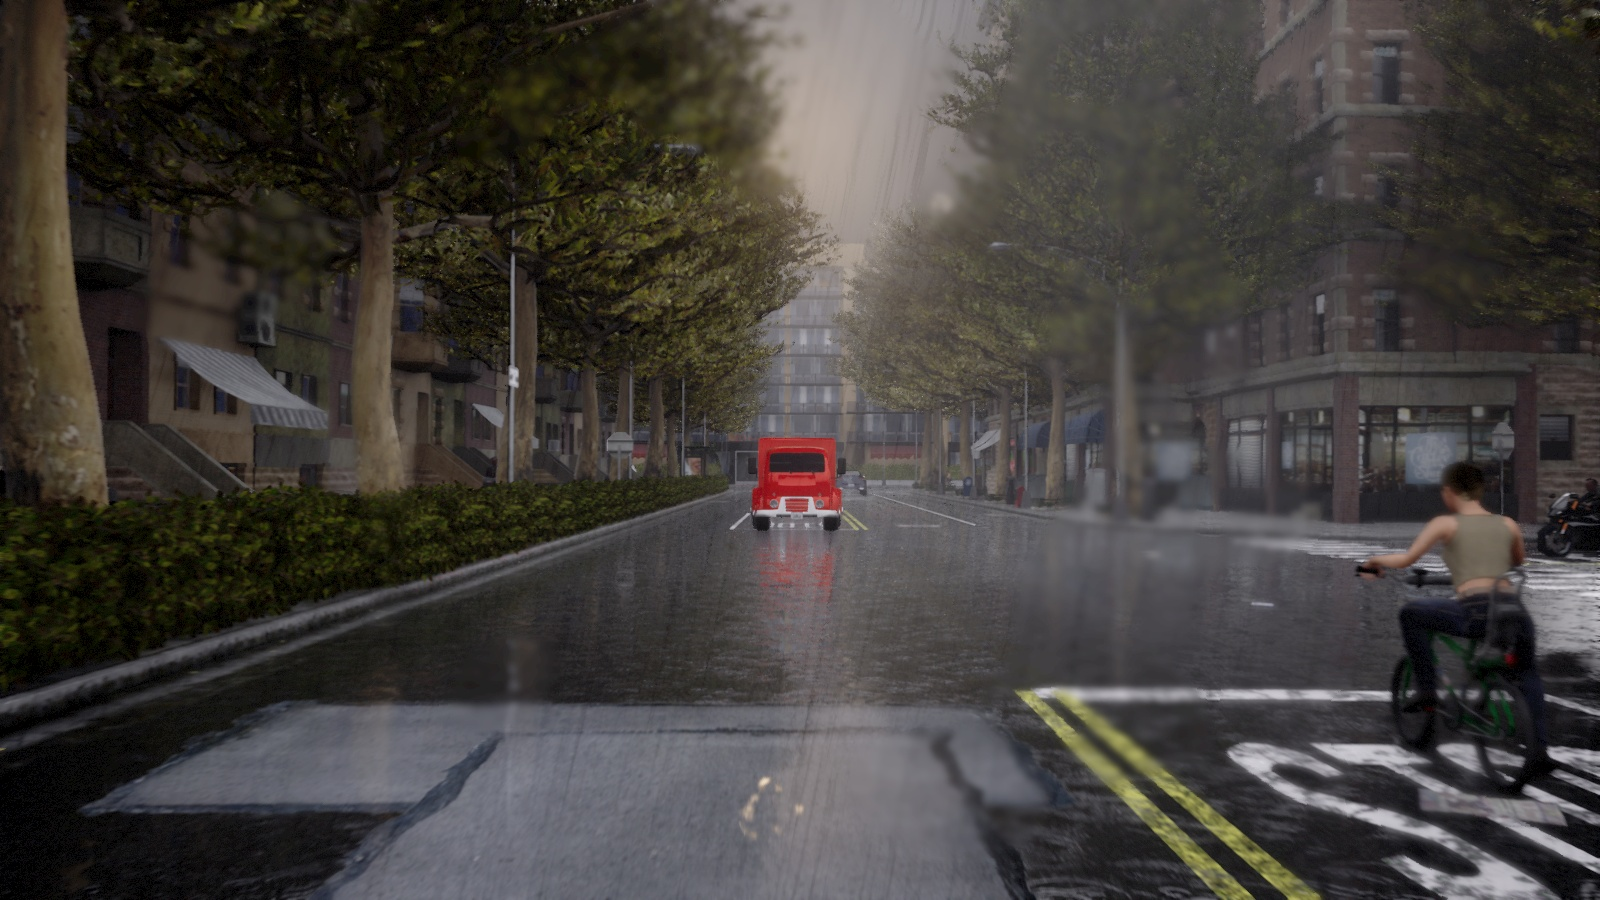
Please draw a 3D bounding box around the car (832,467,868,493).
[{"bbox_3d":[3.310,1.979,83.562,2.152,1.651,5.027,0,-1,0],"label":"car"}]

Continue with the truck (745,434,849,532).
[{"bbox_3d":[-0.080,0.912,34.352,2.627,2.467,5.204,0,-2,0],"label":"truck"}]

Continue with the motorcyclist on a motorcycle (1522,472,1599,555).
[{"bbox_3d":[15.017,1.187,23.748,2.191,1.530,0.866,0,-1,0],"label":"motorcyclist on a motorcycle"}]

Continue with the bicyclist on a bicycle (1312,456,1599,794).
[{"bbox_3d":[3.503,0.851,6.776,0.866,1.612,1.509,0,-1,1],"label":"bicyclist on a bicycle"}]

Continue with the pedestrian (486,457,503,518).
[{"bbox_3d":[-9.454,1.159,38.833,0.376,1.854,0.720,0,-1,-2],"label":"pedestrian"}]
